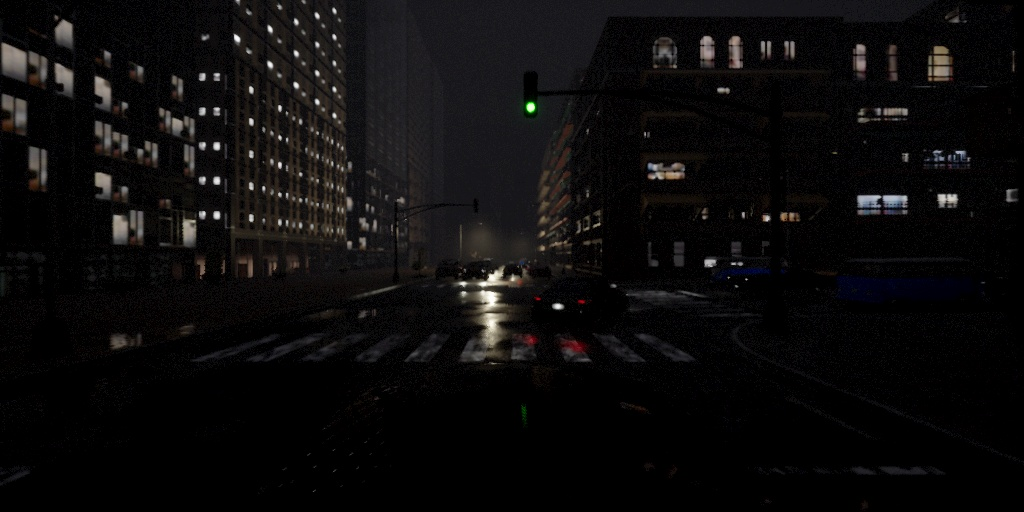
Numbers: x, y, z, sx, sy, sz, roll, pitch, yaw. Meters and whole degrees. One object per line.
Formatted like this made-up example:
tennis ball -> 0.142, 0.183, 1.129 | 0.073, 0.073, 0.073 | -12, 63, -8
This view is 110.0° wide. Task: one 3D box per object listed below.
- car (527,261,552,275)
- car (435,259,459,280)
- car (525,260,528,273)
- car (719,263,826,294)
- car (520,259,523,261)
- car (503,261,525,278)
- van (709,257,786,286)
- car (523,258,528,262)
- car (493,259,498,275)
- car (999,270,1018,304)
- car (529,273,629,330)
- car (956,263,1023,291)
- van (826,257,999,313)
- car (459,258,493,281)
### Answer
car -> 2.677, 1.423, 33.282 | 1.888, 1.381, 4.507 | 0, 0, 0
car -> -5.703, 1.192, 33.280 | 2.192, 1.841, 5.009 | 0, 0, 0
car -> 2.675, 1.446, 38.809 | 1.888, 1.381, 4.507 | 0, 0, 0
car -> 13.623, 1.199, 18.274 | 4.718, 1.301, 1.895 | -1, 0, 0
car -> 2.667, 1.569, 60.919 | 1.948, 1.339, 4.313 | 0, 0, 0
car -> 0.088, 1.492, 36.529 | 1.895, 1.301, 4.718 | 0, 0, 0
van -> 13.713, 0.935, 20.860 | 3.998, 1.789, 1.690 | 0, 0, 0
car -> 2.673, 1.365, 44.337 | 1.967, 1.591, 4.097 | 0, 0, 0
car -> -3.097, 1.266, 41.615 | 2.097, 1.767, 4.553 | 0, 0, 0
car -> 19.339, 1.076, 12.514 | 4.403, 1.370, 2.007 | 0, 0, 0
car -> 2.294, 1.349, 11.515 | 1.994, 1.385, 4.181 | -1, 0, 31
car -> 26.269, 1.025, 18.348 | 4.718, 1.301, 1.895 | -1, 0, 0
van -> 13.738, 0.943, 12.479 | 3.998, 1.789, 1.690 | 0, 0, 0
car -> -3.100, 1.222, 31.561 | 2.097, 1.767, 4.553 | 0, 0, 0
